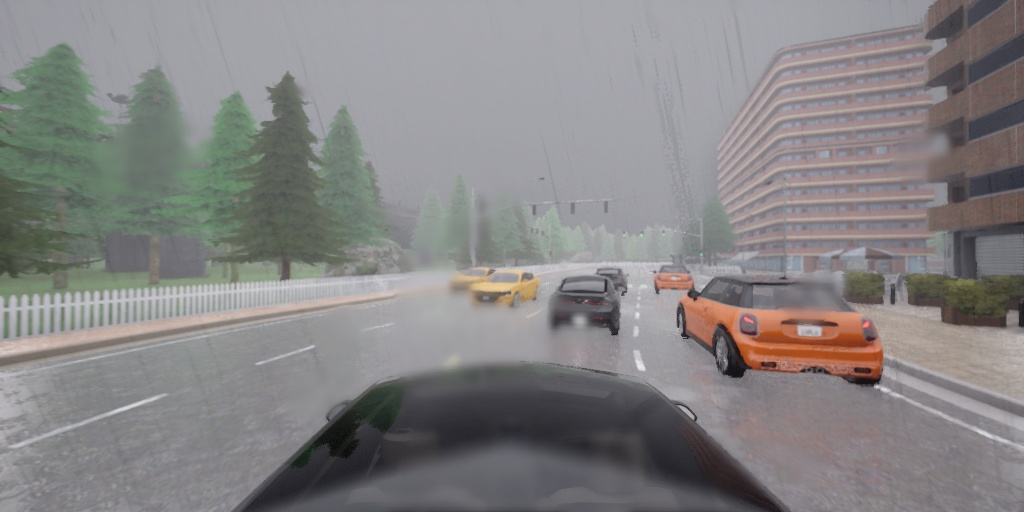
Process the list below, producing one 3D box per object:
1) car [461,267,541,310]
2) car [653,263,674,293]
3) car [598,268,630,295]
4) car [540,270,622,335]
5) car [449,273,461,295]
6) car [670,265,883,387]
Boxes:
[{"bbox_3d":[-0.106,1.359,15.777,1.882,1.535,5.008,0,-1,20],"label":"car"},{"bbox_3d":[9.976,1.327,22.345,2.097,1.767,4.553,0,-1,21],"label":"car"},{"bbox_3d":[5.904,1.460,21.526,1.837,1.490,4.892,0,-1,20],"label":"car"},{"bbox_3d":[2.361,1.351,11.061,1.837,1.490,4.892,0,0,17],"label":"car"},{"bbox_3d":[-1.873,1.403,21.136,1.882,1.535,5.008,0,-1,20],"label":"car"},{"bbox_3d":[4.950,1.171,7.455,2.097,1.767,4.553,0,-1,13],"label":"car"}]
